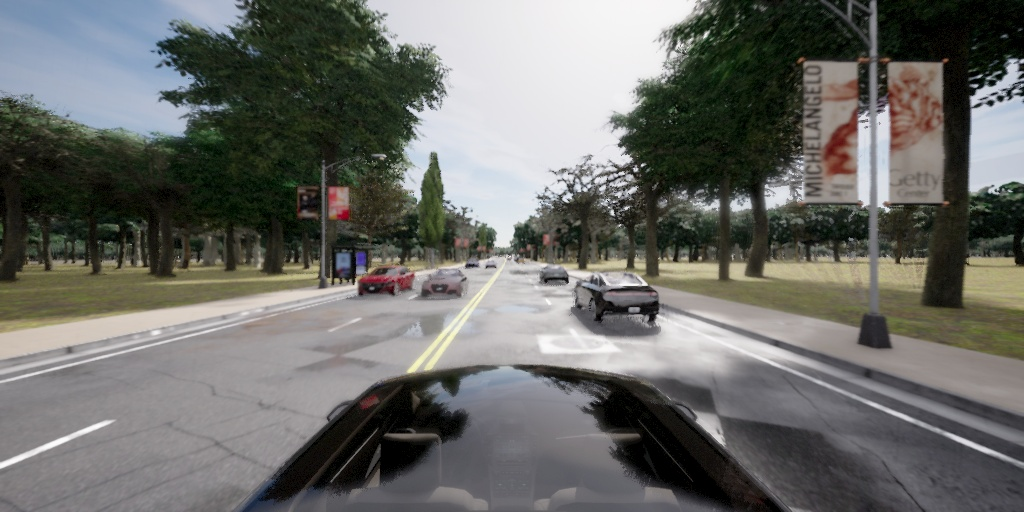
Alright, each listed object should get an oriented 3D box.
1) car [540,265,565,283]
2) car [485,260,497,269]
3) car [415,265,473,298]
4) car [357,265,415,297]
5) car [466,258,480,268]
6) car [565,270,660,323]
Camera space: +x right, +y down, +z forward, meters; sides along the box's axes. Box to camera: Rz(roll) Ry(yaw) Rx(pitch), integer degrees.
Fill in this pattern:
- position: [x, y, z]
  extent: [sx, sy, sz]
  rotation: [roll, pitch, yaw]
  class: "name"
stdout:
- position: [3.301, 1.363, 28.446]
  extent: [1.994, 1.385, 4.181]
  rotation: [0, 0, 0]
  class: "car"
- position: [-3.473, 1.403, 60.015]
  extent: [2.033, 1.411, 5.357]
  rotation: [0, 0, 0]
  class: "car"
- position: [-3.371, 1.345, 18.679]
  extent: [1.994, 1.385, 4.181]
  rotation: [0, 0, 0]
  class: "car"
- position: [-6.623, 1.261, 19.436]
  extent: [1.882, 1.535, 5.008]
  rotation: [0, 0, 0]
  class: "car"
- position: [-6.744, 1.210, 61.885]
  extent: [2.097, 1.767, 4.553]
  rotation: [0, 0, 0]
  class: "car"
- position: [3.338, 1.261, 12.214]
  extent: [2.128, 1.511, 4.902]
  rotation: [0, 0, 0]
  class: "car"
